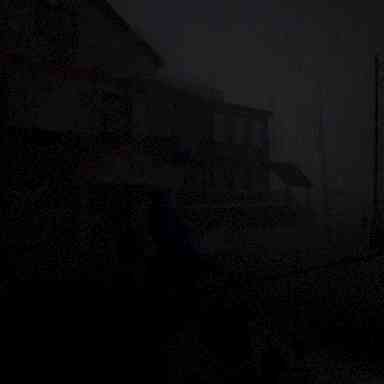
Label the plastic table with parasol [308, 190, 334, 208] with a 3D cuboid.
[{"bbox_3d":[18.054,0.930,46.593,2.482,2.480,2.482,0,0,-35],"label":"plastic table with parasol"}]
